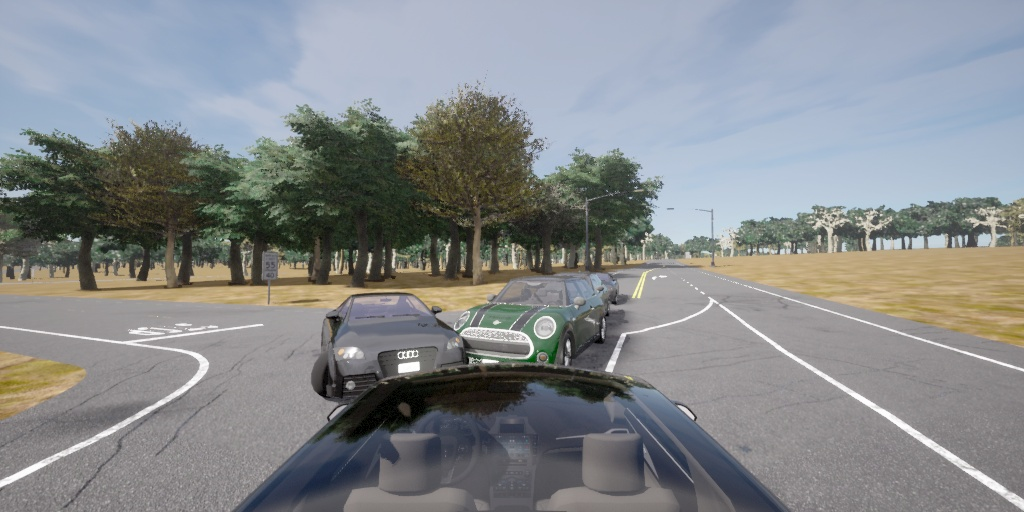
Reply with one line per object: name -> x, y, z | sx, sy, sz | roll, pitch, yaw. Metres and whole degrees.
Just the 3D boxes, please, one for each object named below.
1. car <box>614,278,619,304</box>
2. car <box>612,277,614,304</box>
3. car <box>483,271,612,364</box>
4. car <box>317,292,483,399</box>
car -> 4.229, 1.509, 17.814 | 1.994, 1.385, 4.181 | -1, 0, 19
car -> 2.032, 1.344, 12.088 | 2.097, 1.767, 4.553 | -1, -1, 21
car -> 0.624, 1.218, 7.776 | 2.097, 1.767, 4.553 | -1, -2, 26
car -> -2.348, 1.375, 6.572 | 1.994, 1.385, 4.181 | 1, -2, -29
